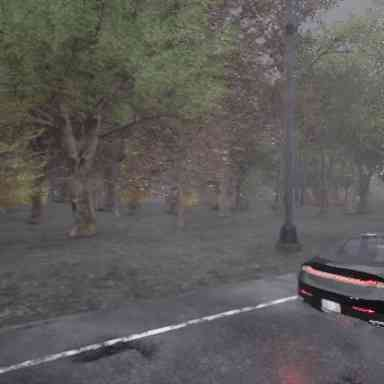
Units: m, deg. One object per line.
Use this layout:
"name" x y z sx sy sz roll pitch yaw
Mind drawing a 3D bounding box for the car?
"car" 4.128 1.539 6.422 4.902 1.511 2.128 1 0 -34
